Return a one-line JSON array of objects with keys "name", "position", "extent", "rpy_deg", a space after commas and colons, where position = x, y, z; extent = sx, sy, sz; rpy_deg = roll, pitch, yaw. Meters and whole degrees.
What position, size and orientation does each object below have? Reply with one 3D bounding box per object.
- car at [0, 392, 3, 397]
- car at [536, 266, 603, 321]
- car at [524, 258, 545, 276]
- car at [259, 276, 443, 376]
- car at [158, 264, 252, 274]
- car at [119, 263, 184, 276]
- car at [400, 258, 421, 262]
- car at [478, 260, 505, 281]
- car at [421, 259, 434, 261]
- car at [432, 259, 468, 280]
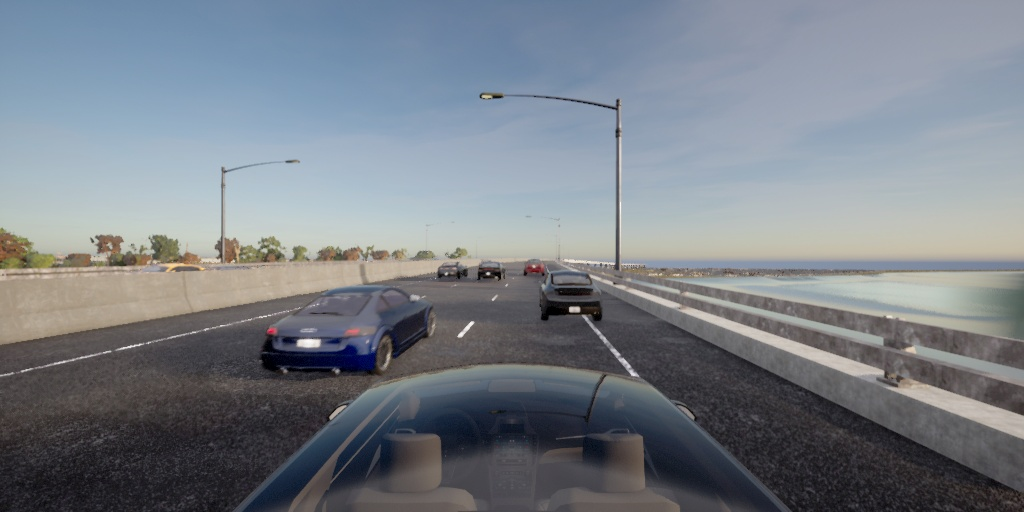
[{"name": "car", "position": [-6.843, 1.295, 1.552], "extent": [2.033, 1.411, 5.357], "rpy_deg": [0, 0, 3]}, {"name": "car", "position": [1.889, 1.252, 12.451], "extent": [1.837, 1.490, 4.892], "rpy_deg": [0, 0, 3]}, {"name": "car", "position": [2.353, 1.097, 37.457], "extent": [2.097, 1.767, 4.553], "rpy_deg": [0, 0, 5]}, {"name": "car", "position": [-3.009, 1.310, 7.505], "extent": [1.994, 1.385, 4.181], "rpy_deg": [0, 0, 3]}, {"name": "car", "position": [-16.476, 1.287, 20.623], "extent": [2.033, 1.411, 5.357], "rpy_deg": [0, 0, 4]}, {"name": "car", "position": [-19.964, 1.217, 20.855], "extent": [1.882, 1.535, 5.008], "rpy_deg": [0, 0, 4]}, {"name": "car", "position": [-16.918, 1.120, 61.913], "extent": [2.097, 1.767, 4.553], "rpy_deg": [0, 0, 5]}, {"name": "car", "position": [-1.638, 1.221, 30.078], "extent": [1.882, 1.535, 5.008], "rpy_deg": [0, 0, 4]}, {"name": "car", "position": [-13.450, 1.245, 61.448], "extent": [1.882, 1.535, 5.008], "rpy_deg": [0, 0, 5]}, {"name": "car", "position": [-5.069, 1.233, 31.186], "extent": [2.128, 1.511, 4.902], "rpy_deg": [0, 0, 4]}]
